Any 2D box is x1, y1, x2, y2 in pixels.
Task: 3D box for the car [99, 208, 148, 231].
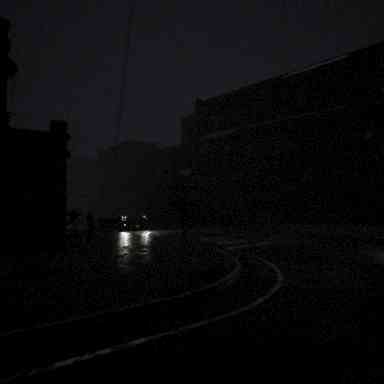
[{"bbox_3d":[-5.002,1.922,24.093,2.097,1.767,4.553,1,-5,-37],"label":"car"}]
